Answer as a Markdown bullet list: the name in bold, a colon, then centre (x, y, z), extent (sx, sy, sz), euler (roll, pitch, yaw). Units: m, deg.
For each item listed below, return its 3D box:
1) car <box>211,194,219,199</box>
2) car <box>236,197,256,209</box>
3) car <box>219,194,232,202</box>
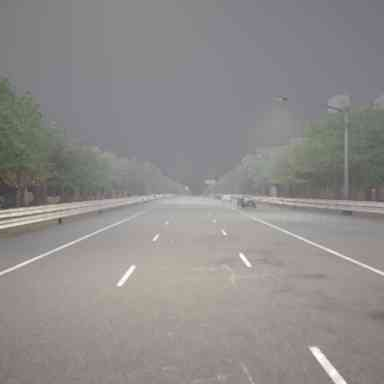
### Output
- **car**: centre (7.056, 1.317, 91.603), extent (1.882, 1.535, 5.008), euler (0, 0, 0)
- **car**: centre (7.311, 1.419, 44.770), extent (1.812, 1.442, 4.674), euler (0, 0, -3)
- **car**: centre (6.994, 1.348, 67.509), extent (1.812, 1.442, 4.674), euler (0, 0, 0)
